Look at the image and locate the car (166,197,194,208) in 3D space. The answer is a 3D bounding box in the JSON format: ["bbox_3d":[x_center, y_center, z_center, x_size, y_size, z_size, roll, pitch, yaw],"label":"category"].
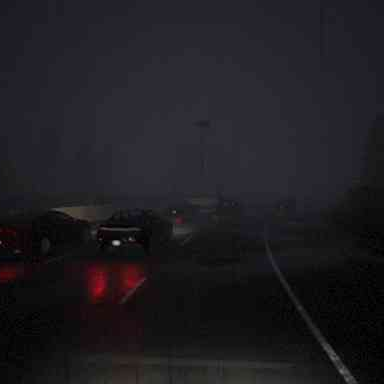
[{"bbox_3d":[-1.660,1.433,47.233,1.895,1.301,4.718,0,0,29],"label":"car"}]

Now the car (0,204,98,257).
[{"bbox_3d":[-5.709,1.415,12.841,1.882,1.535,5.008,0,0,8],"label":"car"}]

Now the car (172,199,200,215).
[{"bbox_3d":[-0.786,1.489,31.852,1.895,1.301,4.718,0,0,20],"label":"car"}]

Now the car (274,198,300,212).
[{"bbox_3d":[10.764,1.409,38.217,1.837,1.490,4.892,0,0,27],"label":"car"}]

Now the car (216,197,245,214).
[{"bbox_3d":[4.038,1.247,34.373,2.097,1.767,4.553,0,0,23],"label":"car"}]

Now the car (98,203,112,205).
[{"bbox_3d":[-12.046,1.419,41.799,1.895,1.301,4.718,0,0,23],"label":"car"}]

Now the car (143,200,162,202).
[{"bbox_3d":[-5.498,1.324,47.397,1.837,1.490,4.892,0,0,28],"label":"car"}]

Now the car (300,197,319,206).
[{"bbox_3d":[18.674,1.478,53.158,1.895,1.301,4.718,0,0,39],"label":"car"}]

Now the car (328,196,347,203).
[{"bbox_3d":[27.701,1.382,63.058,4.718,1.301,1.895,0,0,-43],"label":"car"}]

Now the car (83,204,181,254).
[{"bbox_3d":[-2.087,1.439,13.277,2.128,1.511,4.902,0,0,9],"label":"car"}]
